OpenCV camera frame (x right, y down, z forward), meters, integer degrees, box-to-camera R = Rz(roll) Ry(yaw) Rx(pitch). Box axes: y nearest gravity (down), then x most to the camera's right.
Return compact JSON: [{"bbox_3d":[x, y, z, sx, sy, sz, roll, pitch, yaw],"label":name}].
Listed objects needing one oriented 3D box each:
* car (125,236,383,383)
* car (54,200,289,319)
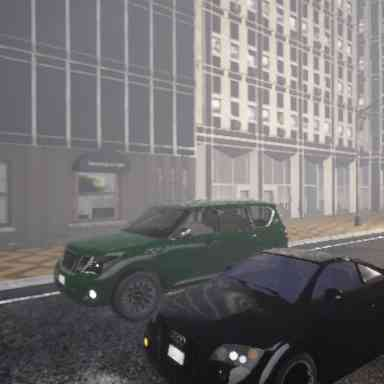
[{"bbox_3d":[1.444,1.562,4.750,4.181,1.385,1.994,0,0,-36],"label":"car"},{"bbox_3d":[-0.108,1.221,7.630,5.566,2.045,2.150,0,0,-36],"label":"car"}]
